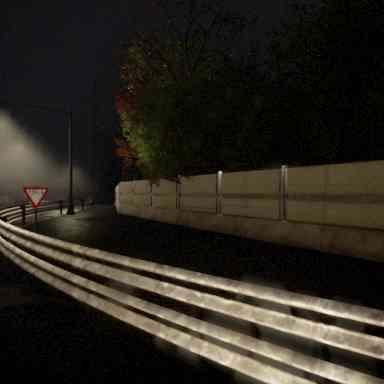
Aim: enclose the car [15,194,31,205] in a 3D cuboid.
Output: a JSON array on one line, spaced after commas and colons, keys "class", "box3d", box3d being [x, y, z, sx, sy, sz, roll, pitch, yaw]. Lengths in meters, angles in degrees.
[{"class": "car", "box3d": [-30.264, 1.561, 59.564, 1.994, 1.385, 4.181, 0, 0, -17]}]
